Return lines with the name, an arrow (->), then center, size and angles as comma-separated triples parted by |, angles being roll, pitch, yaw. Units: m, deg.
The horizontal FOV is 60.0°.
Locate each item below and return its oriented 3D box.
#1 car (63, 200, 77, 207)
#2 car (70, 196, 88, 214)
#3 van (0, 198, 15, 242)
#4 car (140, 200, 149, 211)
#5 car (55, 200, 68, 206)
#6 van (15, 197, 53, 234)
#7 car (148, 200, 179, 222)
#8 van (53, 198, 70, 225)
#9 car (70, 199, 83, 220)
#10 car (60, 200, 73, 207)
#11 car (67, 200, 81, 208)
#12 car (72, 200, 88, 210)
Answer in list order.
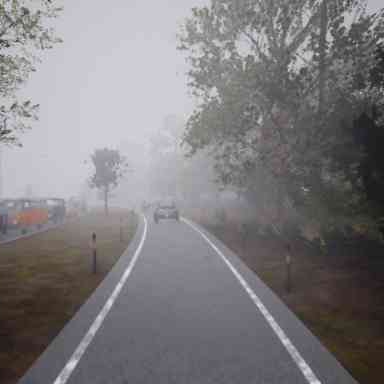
car -> -26.491, 2.457, 72.323 | 2.231, 1.521, 4.892 | -1, -1, -27
car -> -14.149, 1.580, 41.161 | 2.435, 2.045, 5.566 | 2, -2, -15
van -> -9.311, 1.279, 13.575 | 1.878, 1.987, 4.442 | 1, -1, -6
car -> -5.532, 1.694, 42.672 | 1.895, 1.301, 4.718 | -1, 0, -14
car -> -32.466, 2.760, 82.658 | 2.002, 1.452, 4.674 | 0, -1, -31
van -> -9.871, 1.322, 19.139 | 1.878, 1.987, 4.442 | 1, -1, -6
car -> -2.112, 1.485, 26.047 | 2.128, 1.511, 4.902 | 0, 0, -8
van -> -10.624, 1.377, 24.682 | 1.878, 1.987, 4.442 | 2, -2, -11
car -> -11.589, 1.662, 30.112 | 1.946, 1.575, 5.366 | 2, -2, -10
car -> -29.265, 2.592, 77.312 | 2.097, 1.535, 5.008 | -1, -1, -29
car -> -23.670, 2.324, 66.661 | 2.097, 1.535, 5.008 | -1, -1, -25
car -> -17.497, 2.028, 51.859 | 2.231, 1.521, 4.892 | 2, -2, -18
